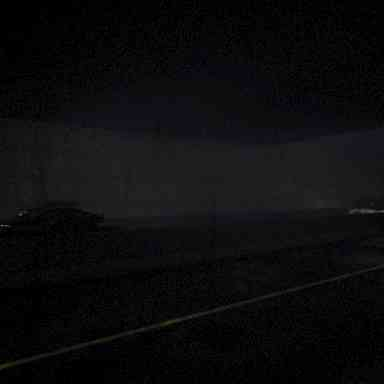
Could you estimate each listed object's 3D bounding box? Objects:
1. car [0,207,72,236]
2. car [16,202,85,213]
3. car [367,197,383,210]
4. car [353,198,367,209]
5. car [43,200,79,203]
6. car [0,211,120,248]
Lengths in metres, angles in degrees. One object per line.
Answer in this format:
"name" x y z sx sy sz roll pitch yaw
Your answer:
"car" -9.448 1.606 18.748 4.718 1.301 1.895 0 0 -35
"car" -6.756 1.484 16.368 5.008 1.535 1.882 0 0 -35
"car" 25.415 1.433 43.543 4.553 1.767 2.097 0 0 -35
"car" 24.928 1.563 47.482 5.008 1.535 1.882 1 0 -35
"car" -9.695 1.361 22.870 4.553 1.767 2.097 0 0 -35
"car" -5.368 1.606 13.059 4.718 1.301 1.895 0 0 -35
